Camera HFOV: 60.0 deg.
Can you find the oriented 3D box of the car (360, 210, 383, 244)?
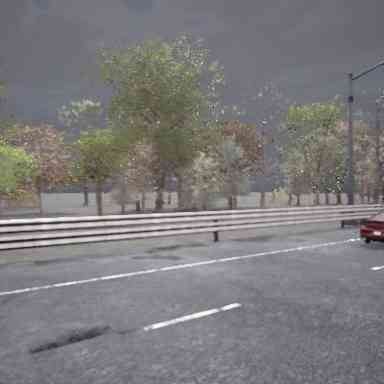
[{"bbox_3d":[9.331,1.478,14.514,5.008,1.535,1.882,0,0,-35],"label":"car"}]
